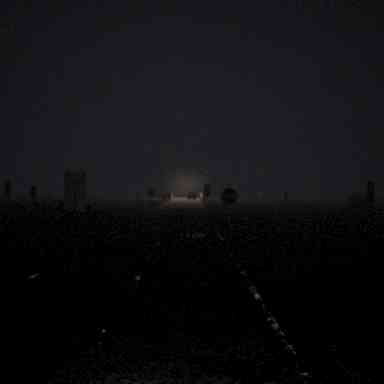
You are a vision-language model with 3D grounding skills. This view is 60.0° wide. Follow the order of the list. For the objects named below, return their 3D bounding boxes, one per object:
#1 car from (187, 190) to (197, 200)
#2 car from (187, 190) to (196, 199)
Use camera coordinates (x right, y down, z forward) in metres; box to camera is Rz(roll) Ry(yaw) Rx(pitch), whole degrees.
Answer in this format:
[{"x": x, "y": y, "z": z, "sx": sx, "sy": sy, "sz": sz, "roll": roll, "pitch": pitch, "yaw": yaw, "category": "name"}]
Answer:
[{"x": -0.024, "y": 0.880, "z": 73.851, "sx": 2.097, "sy": 1.767, "sz": 4.553, "roll": 0, "pitch": 0, "yaw": 0, "category": "car"}, {"x": -0.028, "y": 0.574, "z": 83.915, "sx": 2.150, "sy": 2.045, "sz": 5.566, "roll": 0, "pitch": 0, "yaw": 0, "category": "car"}]
